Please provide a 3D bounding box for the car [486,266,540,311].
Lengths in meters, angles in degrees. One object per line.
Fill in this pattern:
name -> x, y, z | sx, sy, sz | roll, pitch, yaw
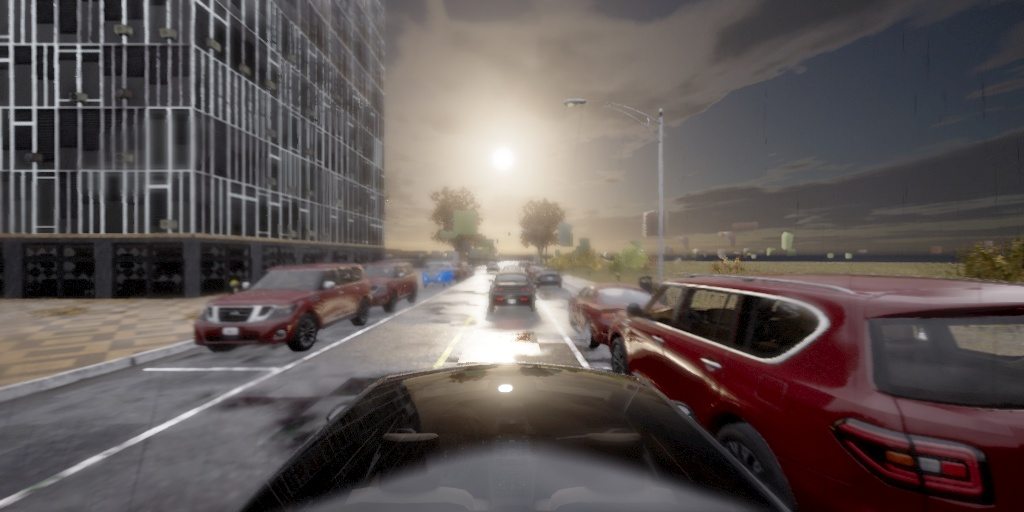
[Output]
car -> 0.015, 1.390, 15.350 | 1.837, 1.490, 4.892 | 0, 0, 0

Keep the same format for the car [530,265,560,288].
car -> 2.556, 1.555, 25.989 | 1.948, 1.339, 4.313 | 0, 0, 0

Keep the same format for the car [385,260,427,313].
car -> -5.321, 1.193, 14.850 | 2.192, 1.841, 5.009 | 0, 0, 0

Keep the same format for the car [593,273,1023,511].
car -> 2.563, 1.085, 3.826 | 2.192, 1.841, 5.009 | 0, 0, 0

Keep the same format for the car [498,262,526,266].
car -> 0.018, 1.519, 31.107 | 1.882, 1.535, 5.008 | 0, 0, 1

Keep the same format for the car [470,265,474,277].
car -> -5.328, 1.648, 37.040 | 1.888, 1.381, 4.507 | 0, 0, 0

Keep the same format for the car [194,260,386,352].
car -> -5.319, 1.138, 9.303 | 2.192, 1.841, 5.009 | 0, 0, 0

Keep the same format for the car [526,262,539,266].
car -> 2.568, 1.661, 38.289 | 1.888, 1.381, 4.507 | 0, 0, 0

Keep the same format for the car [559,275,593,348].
car -> 2.562, 1.369, 9.367 | 1.888, 1.381, 4.507 | 0, 0, 0

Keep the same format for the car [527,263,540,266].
car -> 2.554, 1.591, 31.530 | 1.888, 1.381, 4.507 | 0, 0, 0

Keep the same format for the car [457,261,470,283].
car -> -5.326, 1.360, 31.492 | 2.192, 1.841, 5.009 | 0, 0, 0

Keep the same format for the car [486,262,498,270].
car -> -2.786, 1.780, 53.415 | 1.837, 1.490, 4.892 | 0, -1, 0

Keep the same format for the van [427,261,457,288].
van -> -5.325, 1.330, 25.945 | 1.690, 1.789, 3.998 | 0, 0, 0
